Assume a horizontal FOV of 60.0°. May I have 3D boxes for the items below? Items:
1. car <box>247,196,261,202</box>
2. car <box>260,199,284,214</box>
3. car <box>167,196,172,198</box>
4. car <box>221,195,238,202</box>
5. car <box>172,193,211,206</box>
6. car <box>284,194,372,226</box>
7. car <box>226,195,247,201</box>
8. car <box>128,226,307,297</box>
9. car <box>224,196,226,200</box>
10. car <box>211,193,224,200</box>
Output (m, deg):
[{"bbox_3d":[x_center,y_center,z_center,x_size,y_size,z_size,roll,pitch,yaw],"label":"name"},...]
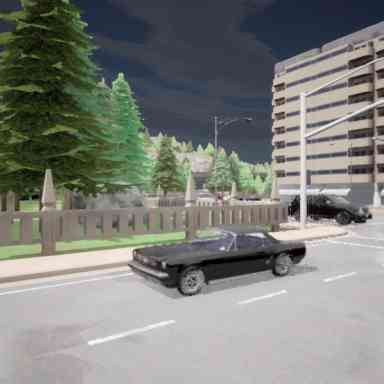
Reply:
[{"bbox_3d":[14.233,1.535,77.266,1.895,1.301,4.718,0,0,40],"label":"car"},{"bbox_3d":[8.842,1.543,30.693,1.895,1.301,4.718,0,0,-33],"label":"car"},{"bbox_3d":[-3.471,1.420,55.665,1.882,1.535,5.008,0,0,0],"label":"car"},{"bbox_3d":[8.518,1.465,75.156,1.812,1.442,4.674,0,0,32],"label":"car"},{"bbox_3d":[-0.204,1.166,39.693,2.150,2.045,5.566,0,0,-21],"label":"car"},{"bbox_3d":[9.564,1.165,23.411,2.150,2.045,5.566,0,0,-34],"label":"car"},{"bbox_3d":[9.173,1.488,67.886,2.033,1.411,5.357,0,0,20],"label":"car"},{"bbox_3d":[0.787,1.600,8.715,4.718,1.301,1.895,0,0,-34],"label":"car"},{"bbox_3d":[4.736,1.163,65.202,2.150,2.045,5.566,0,0,14],"label":"car"},{"bbox_3d":[1.836,1.161,43.912,2.150,2.045,5.566,0,0,-17],"label":"car"}]
